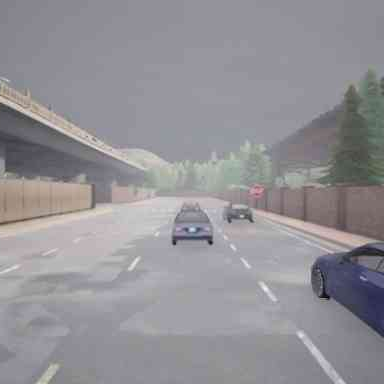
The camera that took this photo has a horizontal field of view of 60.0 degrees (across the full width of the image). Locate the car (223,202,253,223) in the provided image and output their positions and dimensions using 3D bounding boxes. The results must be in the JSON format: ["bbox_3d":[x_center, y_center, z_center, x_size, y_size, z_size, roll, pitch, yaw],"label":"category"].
[{"bbox_3d":[3.442,1.514,25.350,1.812,1.442,4.674,0,0,0],"label":"car"}]

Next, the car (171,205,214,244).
[{"bbox_3d":[0.001,1.545,15.767,2.033,1.411,5.357,0,0,-1],"label":"car"}]

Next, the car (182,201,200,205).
[{"bbox_3d":[-0.112,1.594,33.950,1.895,1.301,4.718,0,0,0],"label":"car"}]

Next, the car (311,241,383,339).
[{"bbox_3d":[3.531,1.518,5.434,1.812,1.442,4.674,0,0,0],"label":"car"}]
